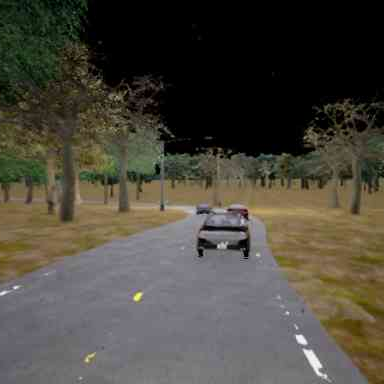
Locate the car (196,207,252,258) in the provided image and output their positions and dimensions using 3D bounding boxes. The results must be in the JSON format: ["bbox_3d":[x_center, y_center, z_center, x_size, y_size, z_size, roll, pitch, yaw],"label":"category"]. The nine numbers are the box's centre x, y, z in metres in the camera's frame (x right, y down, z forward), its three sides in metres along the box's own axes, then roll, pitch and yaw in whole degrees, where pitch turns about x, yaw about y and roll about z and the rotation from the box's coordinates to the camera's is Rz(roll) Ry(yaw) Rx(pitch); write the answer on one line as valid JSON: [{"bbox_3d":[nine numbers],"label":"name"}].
[{"bbox_3d":[1.312,1.561,13.081,2.128,1.511,4.902,1,0,8],"label":"car"}]

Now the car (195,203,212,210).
[{"bbox_3d":[1.375,1.917,36.794,2.033,1.411,5.357,0,-1,2],"label":"car"}]

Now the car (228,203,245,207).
[{"bbox_3d":[3.954,1.747,29.460,1.882,1.535,5.008,1,-1,7],"label":"car"}]
